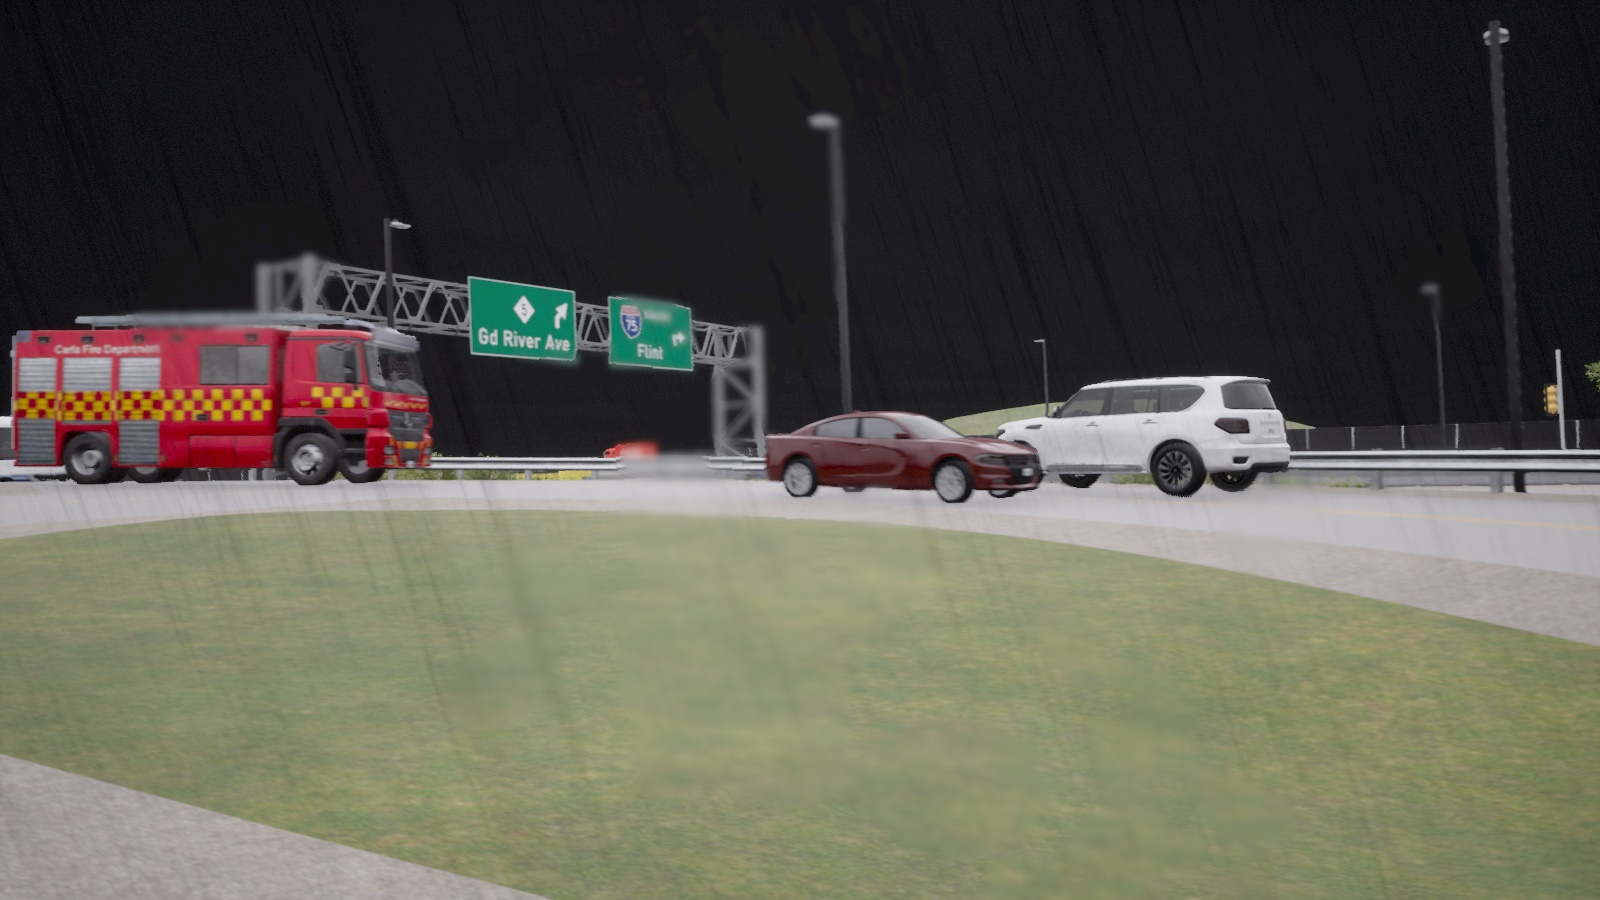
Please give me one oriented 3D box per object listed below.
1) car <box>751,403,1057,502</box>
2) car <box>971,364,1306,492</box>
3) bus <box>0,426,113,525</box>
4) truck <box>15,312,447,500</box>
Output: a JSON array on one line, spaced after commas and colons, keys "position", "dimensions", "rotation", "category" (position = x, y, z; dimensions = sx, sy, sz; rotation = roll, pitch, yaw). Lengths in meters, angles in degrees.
[{"position": [1.709, 0.039, 21.729], "dimensions": [5.008, 1.535, 1.882], "rotation": [-1, 1, 37], "category": "car"}, {"position": [6.004, -0.358, 22.906], "dimensions": [2.150, 2.045, 5.566], "rotation": [-2, 1, -43], "category": "car"}, {"position": [-37.780, 1.311, 58.395], "dimensions": [10.273, 4.253, 3.944], "rotation": [-3, 1, 16], "category": "bus"}, {"position": [-12.596, -0.905, 28.158], "dimensions": [8.468, 3.827, 2.891], "rotation": [-1, 0, 6], "category": "truck"}]
